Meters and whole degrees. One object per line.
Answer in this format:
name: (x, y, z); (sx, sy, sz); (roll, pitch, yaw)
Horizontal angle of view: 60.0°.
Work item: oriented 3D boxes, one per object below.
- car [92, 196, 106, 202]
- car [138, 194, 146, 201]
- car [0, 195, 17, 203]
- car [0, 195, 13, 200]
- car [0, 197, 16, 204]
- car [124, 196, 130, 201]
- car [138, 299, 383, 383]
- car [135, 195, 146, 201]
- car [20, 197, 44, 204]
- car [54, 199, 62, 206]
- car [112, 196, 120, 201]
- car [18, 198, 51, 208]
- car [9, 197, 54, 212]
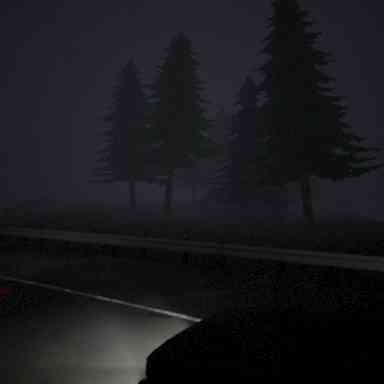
car: (-23.547, 1.746, 83.009); (2.128, 1.511, 4.902); (0, 0, -5)
car: (-13.507, 1.545, 89.543); (2.097, 1.767, 4.553); (0, 0, -9)
car: (-44.469, 1.626, 80.198); (2.097, 1.767, 4.553); (0, 0, 3)
car: (-36.395, 1.718, 61.593); (1.882, 1.535, 5.008); (0, 0, 17)
car: (-41.294, 1.802, 73.236); (2.128, 1.511, 4.902); (0, 0, 6)
car: (-16.960, 1.727, 88.675); (1.812, 1.442, 4.674); (0, 0, -9)
car: (2.083, 1.542, 2.282); (5.357, 1.411, 2.033); (0, 0, 36)
car: (-12.974, 1.726, 79.977); (1.994, 1.385, 4.181); (0, 0, -1)
car: (-34.406, 1.787, 71.785); (2.033, 1.411, 5.357); (0, 0, 6)
car: (-21.565, 1.513, 49.658); (2.097, 1.767, 4.553); (0, 0, 17)
car: (-20.574, 1.758, 89.467); (2.033, 1.411, 5.357); (0, 0, -9)
car: (-24.521, 1.683, 51.983); (1.837, 1.490, 4.892); (0, 0, 17)
car: (-20.207, 1.651, 42.022); (1.837, 1.490, 4.892); (0, 0, 17)
